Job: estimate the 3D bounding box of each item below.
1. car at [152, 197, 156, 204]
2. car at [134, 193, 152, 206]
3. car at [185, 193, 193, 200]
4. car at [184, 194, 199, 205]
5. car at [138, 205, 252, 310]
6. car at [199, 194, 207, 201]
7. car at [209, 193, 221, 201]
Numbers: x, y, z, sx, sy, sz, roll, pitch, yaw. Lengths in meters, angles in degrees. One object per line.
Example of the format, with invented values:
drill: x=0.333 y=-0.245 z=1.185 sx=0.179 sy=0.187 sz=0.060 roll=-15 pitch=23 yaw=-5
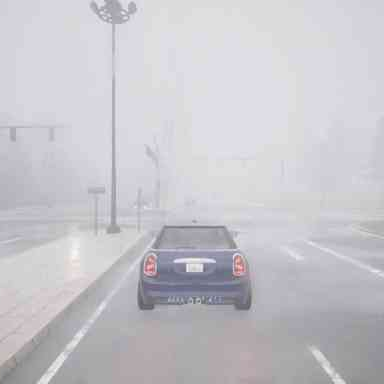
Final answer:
car: x=-8.454 y=1.564 z=65.561 sx=1.994 sy=1.385 sz=4.181 roll=0 pitch=0 yaw=0
car: x=-8.334 y=1.352 z=55.615 sx=2.097 sy=1.767 sz=4.553 roll=0 pitch=0 yaw=-1
car: x=-0.942 y=1.189 z=95.643 sx=2.150 sy=2.045 sz=5.566 roll=0 pitch=0 yaw=-1
car: x=-0.235 y=1.526 z=54.784 sx=1.812 sy=1.442 sz=4.674 roll=0 pitch=0 yaw=-1
car: x=0.060 y=1.352 z=7.964 sx=2.097 sy=1.767 sz=4.553 roll=0 pitch=0 yaw=0
car: x=2.736 y=1.513 z=85.350 sx=1.812 sy=1.442 sz=4.674 roll=0 pitch=0 yaw=-1
car: x=6.241 y=1.215 z=85.084 sx=2.150 sy=2.045 sz=5.566 roll=0 pitch=0 yaw=-1
